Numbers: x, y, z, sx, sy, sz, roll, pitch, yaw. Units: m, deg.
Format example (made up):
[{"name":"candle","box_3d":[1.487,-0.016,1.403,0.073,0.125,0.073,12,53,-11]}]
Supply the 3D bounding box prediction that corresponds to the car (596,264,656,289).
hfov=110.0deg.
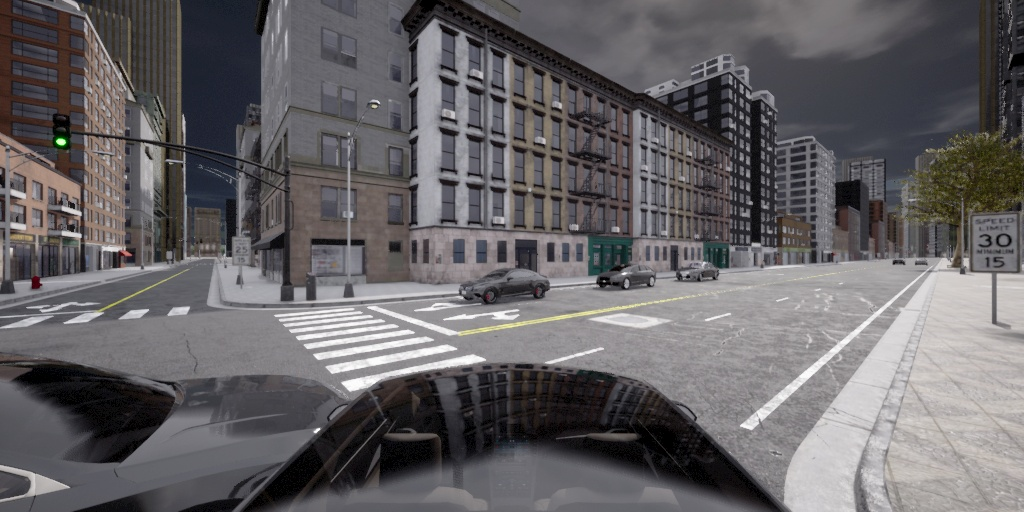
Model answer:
[{"name":"car","box_3d":[7.379,1.255,22.941,4.892,1.490,1.837,0,0,-40]}]

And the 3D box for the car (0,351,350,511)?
[{"name":"car","box_3d":[-3.242,1.257,1.617,4.892,1.490,1.837,0,0,-35]}]

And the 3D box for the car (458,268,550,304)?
[{"name":"car","box_3d":[-0.237,1.285,16.625,4.674,1.442,1.812,0,0,-40]}]

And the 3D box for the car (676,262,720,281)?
[{"name":"car","box_3d":[15.311,1.232,29.507,4.902,1.511,2.128,0,0,-40]}]
